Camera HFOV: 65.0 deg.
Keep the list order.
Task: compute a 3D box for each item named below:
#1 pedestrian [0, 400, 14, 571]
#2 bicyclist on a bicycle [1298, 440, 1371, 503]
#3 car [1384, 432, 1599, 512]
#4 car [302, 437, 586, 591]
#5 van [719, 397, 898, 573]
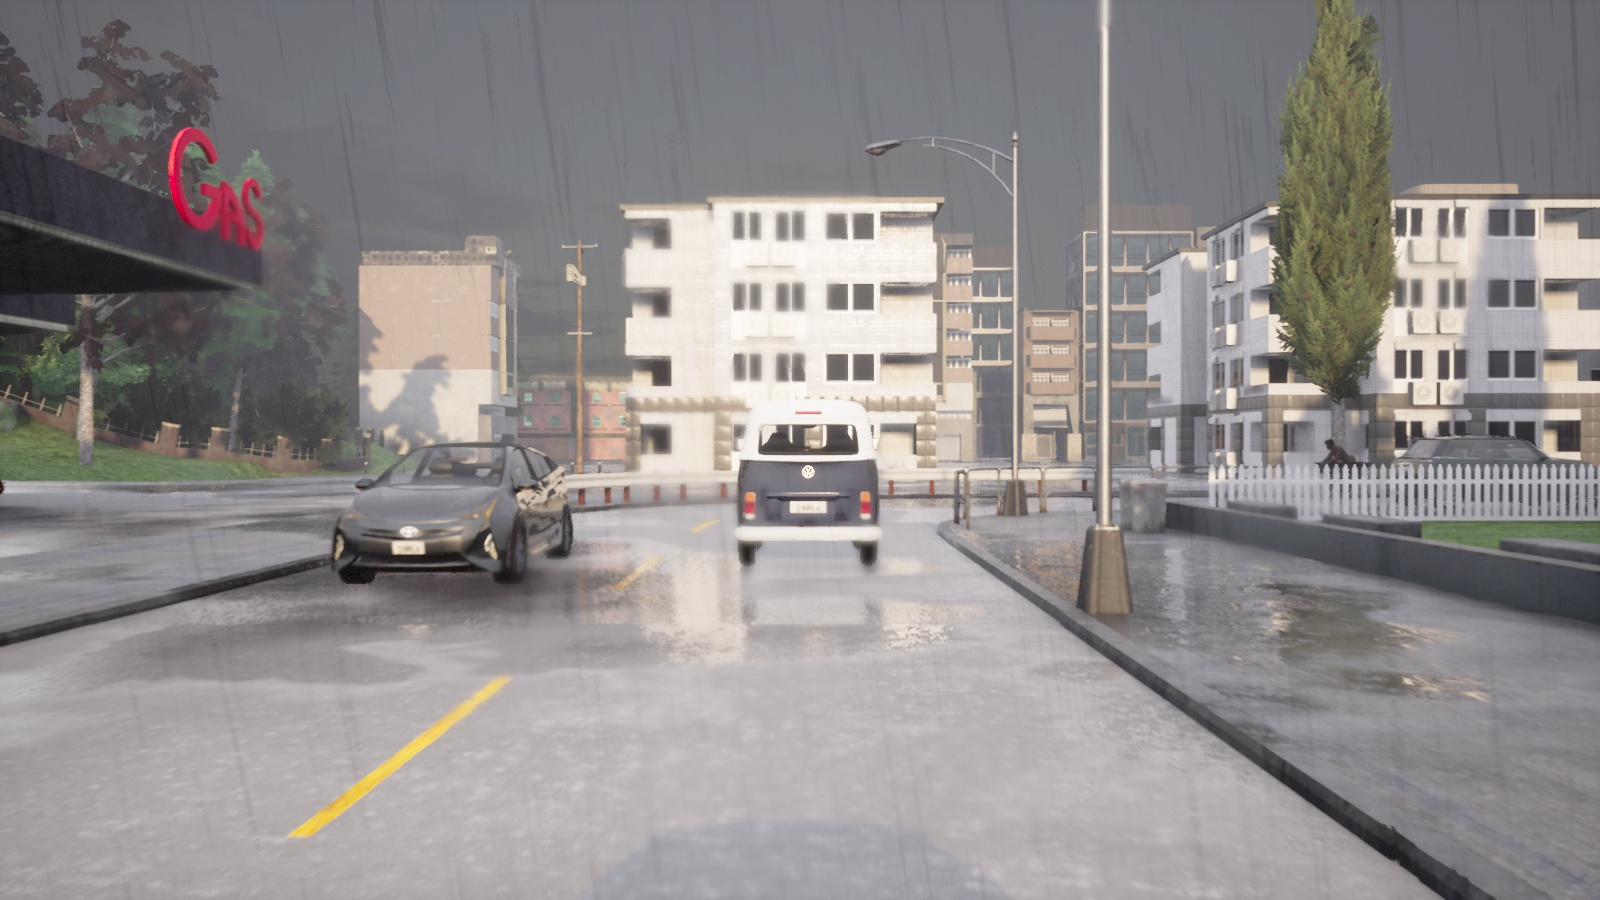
[{"bbox_3d":[-9.088,0.390,13.453,0.874,1.855,0.900,0,0,-11],"label":"pedestrian"},{"bbox_3d":[13.960,0.566,32.800,1.656,1.620,0.582,0,0,0],"label":"bicyclist on a bicycle"},{"bbox_3d":[16.161,0.491,28.793,4.553,1.767,2.097,0,0,0],"label":"car"},{"bbox_3d":[-3.910,0.625,14.700,2.007,1.525,4.514,0,0,1],"label":"car"},{"bbox_3d":[0.111,0.396,16.771,2.069,2.038,4.480,0,0,0],"label":"van"}]
